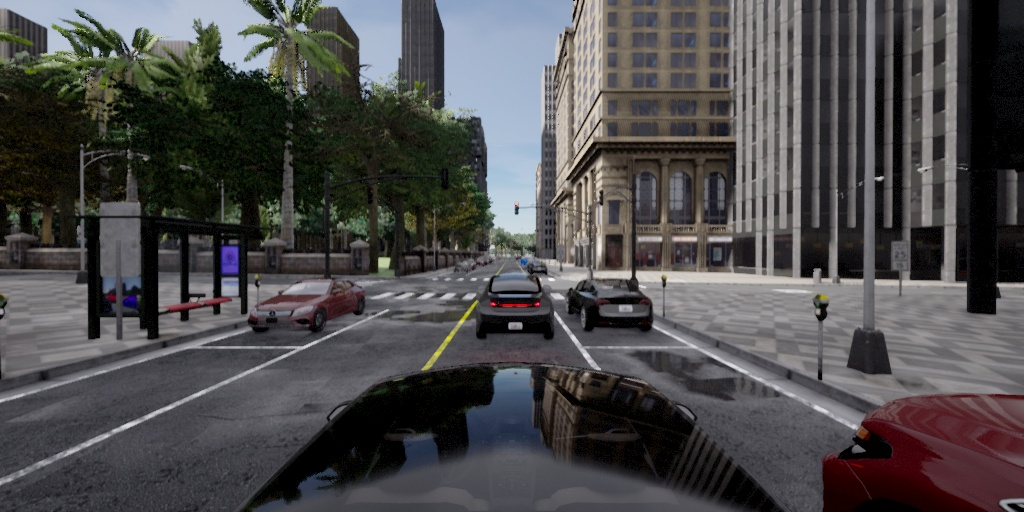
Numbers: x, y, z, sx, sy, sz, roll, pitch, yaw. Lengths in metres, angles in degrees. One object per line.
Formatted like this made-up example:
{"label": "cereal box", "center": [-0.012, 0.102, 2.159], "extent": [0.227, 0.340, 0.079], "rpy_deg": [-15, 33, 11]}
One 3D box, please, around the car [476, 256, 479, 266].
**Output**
{"label": "car", "center": [-5.870, 1.104, 48.003], "extent": [1.967, 1.591, 4.097], "rpy_deg": [0, 0, 0]}

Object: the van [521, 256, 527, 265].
{"label": "van", "center": [2.643, 0.993, 53.424], "extent": [1.690, 1.789, 3.998], "rpy_deg": [0, 0, 0]}

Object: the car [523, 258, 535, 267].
{"label": "car", "center": [2.668, 1.241, 42.583], "extent": [1.948, 1.339, 4.313], "rpy_deg": [0, 0, 0]}

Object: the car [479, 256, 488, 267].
{"label": "car", "center": [-5.908, 1.066, 64.265], "extent": [1.967, 1.591, 4.097], "rpy_deg": [0, 0, 0]}

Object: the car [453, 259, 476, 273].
{"label": "car", "center": [-5.857, 1.226, 42.583], "extent": [2.007, 1.370, 4.403], "rpy_deg": [0, 0, 0]}

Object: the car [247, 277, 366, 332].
{"label": "car", "center": [-5.784, 1.318, 10.724], "extent": [1.802, 1.307, 4.207], "rpy_deg": [0, 0, 0]}

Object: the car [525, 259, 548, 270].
{"label": "car", "center": [2.680, 1.252, 37.163], "extent": [1.948, 1.339, 4.313], "rpy_deg": [0, 0, 0]}

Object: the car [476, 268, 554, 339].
{"label": "car", "center": [0.070, 1.241, 10.043], "extent": [1.837, 1.490, 4.892], "rpy_deg": [0, 0, 0]}

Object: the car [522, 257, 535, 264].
{"label": "car", "center": [2.655, 1.189, 48.174], "extent": [1.751, 1.417, 4.829], "rpy_deg": [0, 0, 0]}

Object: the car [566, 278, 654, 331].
{"label": "car", "center": [2.742, 1.301, 10.726], "extent": [1.948, 1.339, 4.313], "rpy_deg": [0, 0, 0]}
